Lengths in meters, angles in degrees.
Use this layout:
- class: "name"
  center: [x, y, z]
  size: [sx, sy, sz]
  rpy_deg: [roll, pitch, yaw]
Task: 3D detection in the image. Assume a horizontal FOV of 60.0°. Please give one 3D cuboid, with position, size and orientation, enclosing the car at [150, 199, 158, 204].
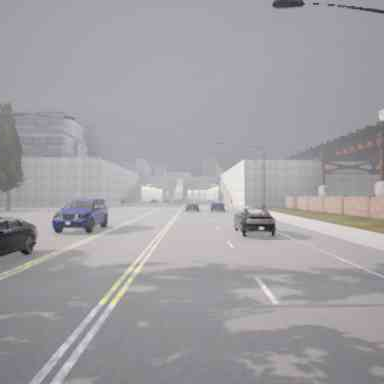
- class: "car"
  center: [-10.517, 2.527, 92.262]
  size: [1.895, 1.301, 4.718]
  rpy_deg: [0, -1, 0]

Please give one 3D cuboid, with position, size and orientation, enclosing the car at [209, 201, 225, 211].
- class: "car"
  center: [3.573, 1.961, 47.829]
  size: [1.882, 1.535, 5.008]
  rpy_deg: [0, -1, 0]

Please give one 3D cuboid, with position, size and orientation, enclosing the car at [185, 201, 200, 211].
- class: "car"
  center: [0.075, 2.014, 48.256]
  size: [1.812, 1.442, 4.674]
  rpy_deg: [0, -1, 0]

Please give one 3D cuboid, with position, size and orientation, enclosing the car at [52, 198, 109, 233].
- class: "car"
  center: [-7.026, 1.441, 21.643]
  size: [2.150, 2.045, 5.566]
  rpy_deg: [0, -1, 0]

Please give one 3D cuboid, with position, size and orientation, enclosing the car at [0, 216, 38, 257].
- class: "car"
  center: [-7.035, 1.606, 11.240]
  size: [2.128, 1.511, 4.902]
  rpy_deg: [0, -1, 0]

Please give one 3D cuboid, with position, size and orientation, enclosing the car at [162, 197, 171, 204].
- class: "car"
  center: [-7.017, 2.287, 92.325]
  size: [2.097, 1.767, 4.553]
  rpy_deg: [0, -1, 0]

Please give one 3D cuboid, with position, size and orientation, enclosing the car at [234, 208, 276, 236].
- class: "car"
  center: [3.596, 1.691, 19.654]
  size: [2.128, 1.511, 4.902]
  rpy_deg: [0, -1, 0]
